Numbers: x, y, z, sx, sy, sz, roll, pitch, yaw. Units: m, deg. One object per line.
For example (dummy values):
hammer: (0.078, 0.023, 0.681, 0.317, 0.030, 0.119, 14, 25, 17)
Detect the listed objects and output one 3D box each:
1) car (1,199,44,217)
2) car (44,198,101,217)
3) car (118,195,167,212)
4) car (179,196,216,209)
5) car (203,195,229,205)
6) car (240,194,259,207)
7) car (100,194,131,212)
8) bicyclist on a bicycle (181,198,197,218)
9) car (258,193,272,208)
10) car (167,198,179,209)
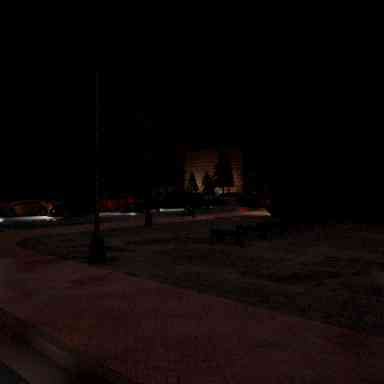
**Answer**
car: (-15.880, 1.478, 31.467, 1.882, 1.535, 5.008, 0, 0, 40)
car: (-11.227, 1.564, 31.543, 1.994, 1.385, 4.181, 0, 0, 40)
car: (-5.563, 1.478, 38.262, 1.882, 1.535, 5.008, 0, 0, 40)
car: (0.845, 1.601, 45.841, 1.895, 1.301, 4.718, 0, 0, 40)
car: (3.658, 1.564, 54.552, 1.994, 1.385, 4.181, 0, 0, 41)
car: (9.097, 1.505, 50.002, 1.837, 1.490, 4.892, 0, 0, 41)
car: (-9.472, 1.221, 39.056, 2.150, 2.045, 5.566, 0, 0, 41)
bicyclist on a bicycle: (-0.267, 1.301, 26.728, 1.656, 1.620, 0.582, 0, 0, 40)
car: (11.992, 1.352, 48.000, 2.097, 1.767, 4.553, 0, 0, 41)
car: (-2.860, 1.547, 46.891, 2.033, 1.411, 5.357, 0, 0, 40)
